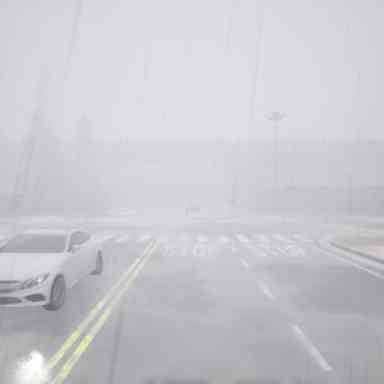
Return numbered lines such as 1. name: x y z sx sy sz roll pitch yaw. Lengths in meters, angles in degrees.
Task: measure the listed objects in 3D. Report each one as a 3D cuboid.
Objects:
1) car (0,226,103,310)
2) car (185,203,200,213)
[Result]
1. car: -3.510 1.608 8.137 1.812 1.442 4.674 0 -1 0
2. car: 0.109 2.028 42.690 1.895 1.301 4.718 0 -1 0
